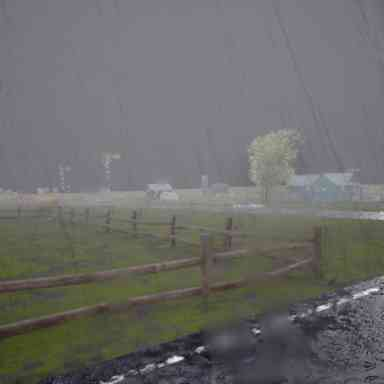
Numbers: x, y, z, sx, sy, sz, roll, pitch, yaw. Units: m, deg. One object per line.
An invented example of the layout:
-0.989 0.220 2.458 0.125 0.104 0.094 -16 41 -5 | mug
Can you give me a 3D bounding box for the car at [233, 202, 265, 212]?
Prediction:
8.133 2.069 47.645 1.895 1.301 4.718 -1 0 -36 | car
